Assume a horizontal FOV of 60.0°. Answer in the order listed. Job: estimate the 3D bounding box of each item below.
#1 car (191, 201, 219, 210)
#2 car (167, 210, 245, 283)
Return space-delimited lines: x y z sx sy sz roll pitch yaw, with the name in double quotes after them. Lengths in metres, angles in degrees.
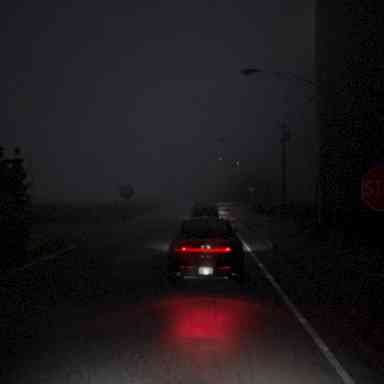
0.937 1.407 24.000 1.882 1.535 5.008 0 0 2 "car"
0.397 1.474 9.576 1.837 1.490 4.892 0 -1 2 "car"
